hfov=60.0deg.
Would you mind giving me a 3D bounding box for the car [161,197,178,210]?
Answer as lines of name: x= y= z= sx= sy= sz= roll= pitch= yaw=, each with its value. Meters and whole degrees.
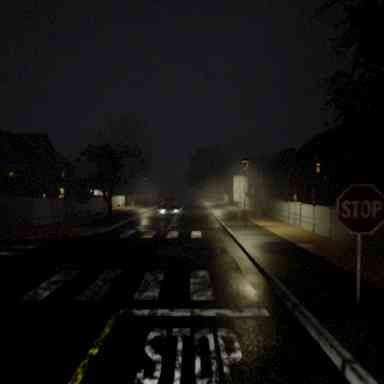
car: x=-2.708 y=1.329 z=40.112 sx=1.812 sy=1.442 sz=4.674 roll=0 pitch=0 yaw=0
